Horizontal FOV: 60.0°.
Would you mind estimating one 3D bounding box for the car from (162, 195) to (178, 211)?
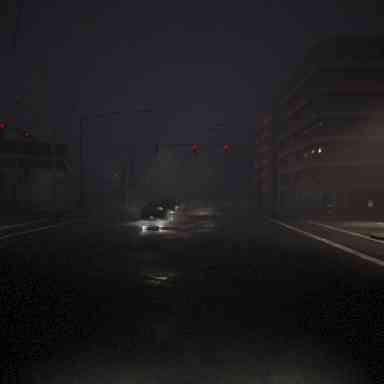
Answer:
[{"bbox_3d":[-3.174,1.478,41.442,1.882,1.535,5.008,0,0,0],"label":"car"}]

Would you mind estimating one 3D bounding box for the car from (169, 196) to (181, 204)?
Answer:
[{"bbox_3d":[-3.294,1.547,64.716,2.033,1.411,5.357,0,0,0],"label":"car"}]

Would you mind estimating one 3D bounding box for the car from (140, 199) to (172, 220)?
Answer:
[{"bbox_3d":[-3.097,1.547,28.095,2.033,1.411,5.357,0,0,0],"label":"car"}]

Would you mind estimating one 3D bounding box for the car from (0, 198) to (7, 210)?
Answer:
[{"bbox_3d":[-24.020,1.456,38.975,3.806,1.475,1.970,0,0,1],"label":"car"}]

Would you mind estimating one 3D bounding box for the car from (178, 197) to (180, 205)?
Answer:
[{"bbox_3d":[-3.208,1.351,53.401,2.097,1.767,4.553,0,0,0],"label":"car"}]
